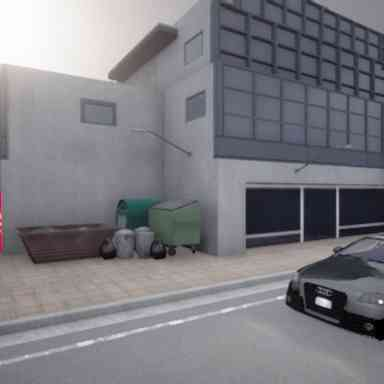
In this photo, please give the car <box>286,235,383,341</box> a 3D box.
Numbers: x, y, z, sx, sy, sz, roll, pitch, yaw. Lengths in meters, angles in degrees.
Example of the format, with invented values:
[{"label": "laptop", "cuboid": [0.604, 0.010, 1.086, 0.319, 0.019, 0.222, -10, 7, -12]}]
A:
[{"label": "car", "cuboid": [3.769, 1.555, 6.254, 4.181, 1.385, 1.994, 0, 0, -31]}]
